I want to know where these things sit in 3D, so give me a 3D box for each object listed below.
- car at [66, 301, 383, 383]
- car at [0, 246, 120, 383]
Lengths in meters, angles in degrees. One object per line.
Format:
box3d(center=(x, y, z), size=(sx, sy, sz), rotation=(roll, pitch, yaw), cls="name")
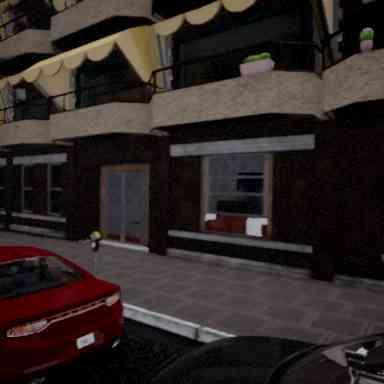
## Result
box3d(center=(1.558, 1.554, 1.752), size=(4.403, 1.369, 2.008), rotation=(1, 1, 36), cls="car")
box3d(center=(-3.002, 1.503, 5.005), size=(4.507, 1.381, 1.887), rotation=(1, 1, 36), cls="car")
